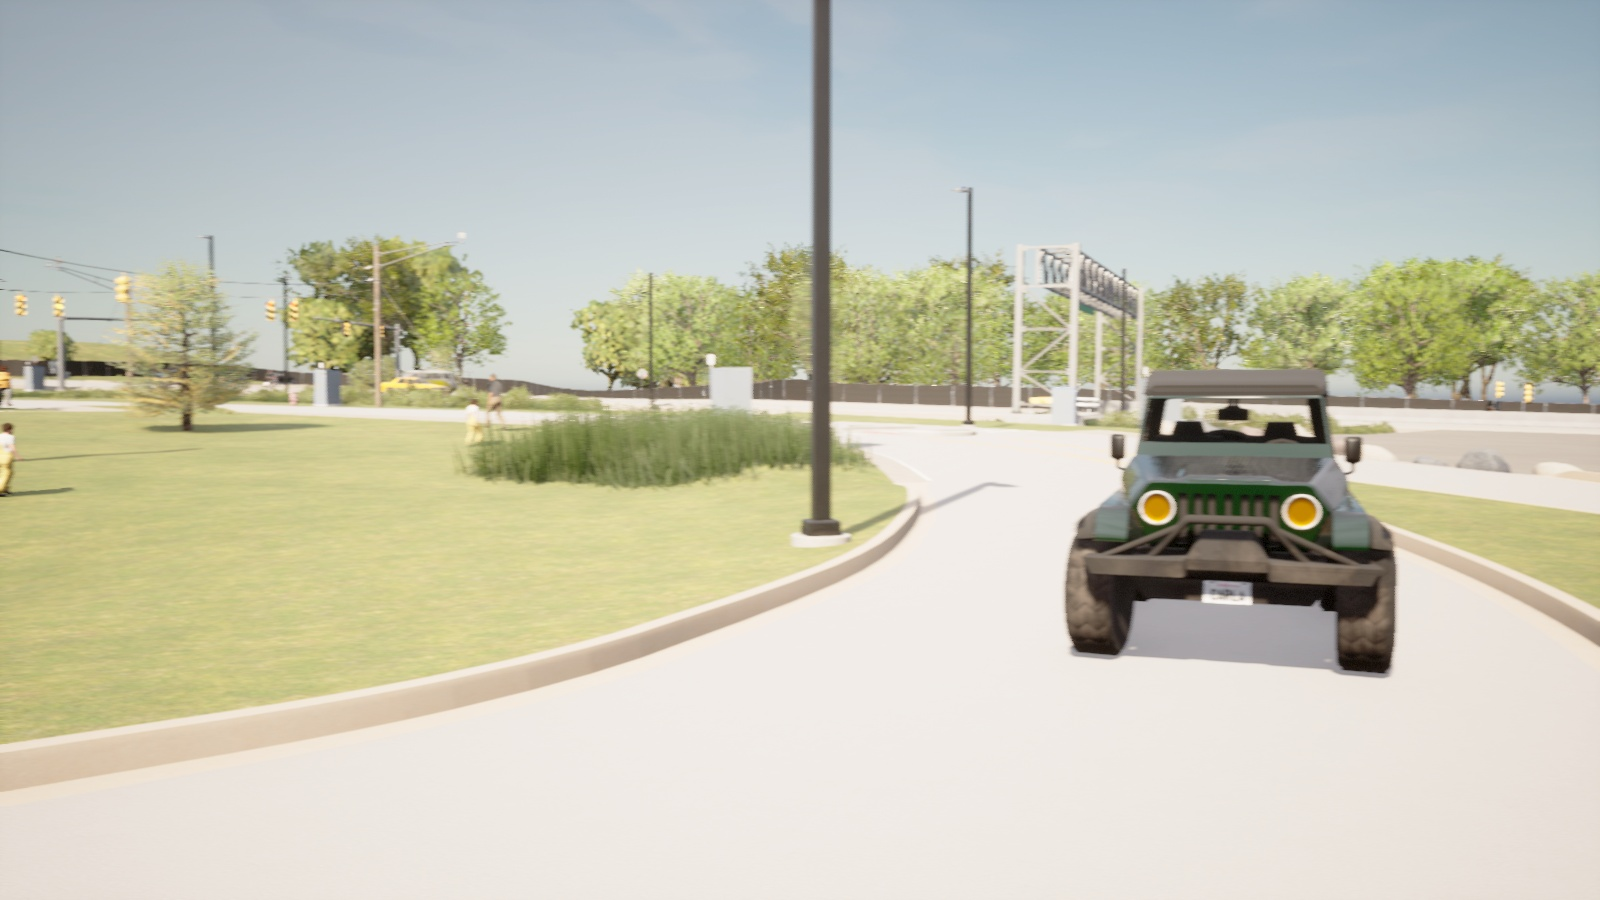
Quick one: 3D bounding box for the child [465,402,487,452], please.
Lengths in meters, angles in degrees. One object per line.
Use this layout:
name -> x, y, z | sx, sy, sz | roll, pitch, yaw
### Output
child -> -8.185, -0.581, 31.755 | 0.270, 1.263, 0.437 | 0, 3, 29

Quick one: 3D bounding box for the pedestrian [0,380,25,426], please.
pedestrian -> -32.741, -1.936, 51.921 | 0.900, 1.855, 0.874 | 1, 3, 37

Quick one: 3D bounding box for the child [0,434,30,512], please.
child -> -13.026, 0.372, 20.704 | 0.270, 1.263, 0.437 | 0, 3, 20

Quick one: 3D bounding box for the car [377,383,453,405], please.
car -> -28.420, -4.125, 92.689 | 5.366, 1.575, 1.801 | 1, 3, 22

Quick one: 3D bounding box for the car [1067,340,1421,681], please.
car -> 3.167, 0.265, 9.036 | 1.905, 1.878, 3.866 | 0, 2, 20

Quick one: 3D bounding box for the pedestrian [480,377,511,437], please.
pedestrian -> -9.458, -1.343, 39.034 | 0.694, 1.848, 0.540 | 0, 3, 35
